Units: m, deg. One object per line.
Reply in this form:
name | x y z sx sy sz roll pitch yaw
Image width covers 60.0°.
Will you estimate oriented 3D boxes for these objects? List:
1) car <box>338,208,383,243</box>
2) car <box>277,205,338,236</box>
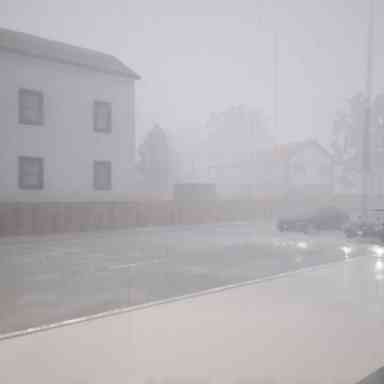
car | 9.350 1.539 16.166 4.674 1.442 1.812 0 0 -36
car | 6.883 1.491 18.721 5.008 1.535 1.882 0 0 -35
